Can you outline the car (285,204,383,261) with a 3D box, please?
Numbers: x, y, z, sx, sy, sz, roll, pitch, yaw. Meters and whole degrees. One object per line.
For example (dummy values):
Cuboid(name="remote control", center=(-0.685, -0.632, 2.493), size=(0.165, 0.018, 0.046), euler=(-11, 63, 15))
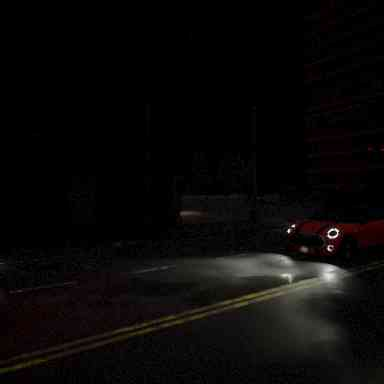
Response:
Cuboid(name="car", center=(5.475, 1.278, 12.087), size=(4.553, 1.767, 2.097), euler=(0, 0, -35))
